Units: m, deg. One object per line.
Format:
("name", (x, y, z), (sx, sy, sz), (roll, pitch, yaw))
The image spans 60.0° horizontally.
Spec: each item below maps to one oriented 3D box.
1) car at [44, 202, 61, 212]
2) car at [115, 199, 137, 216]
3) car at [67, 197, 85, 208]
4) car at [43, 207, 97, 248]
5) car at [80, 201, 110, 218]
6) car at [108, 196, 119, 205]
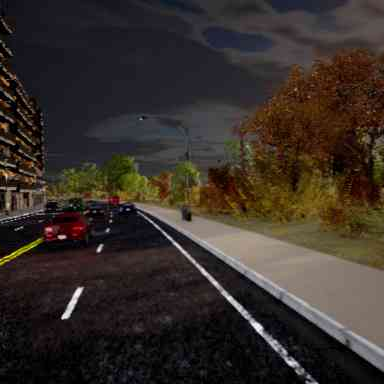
("car", (-20.102, 2.207, 48.012), (1.837, 1.490, 4.892), (-2, 0, -14))
("car", (-7.358, 1.868, 37.759), (1.994, 1.385, 4.181), (-2, 0, -13))
("car", (-16.961, 1.831, 48.835), (2.150, 2.045, 5.566), (-2, 0, -14))
("car", (-5.922, 1.740, 16.233), (1.812, 1.442, 4.674), (-2, 0, -12))
("car", (-9.757, 1.915, 33.822), (2.033, 1.411, 5.357), (-2, 0, -13))
("car", (-17.357, 1.884, 74.113), (2.150, 2.045, 5.566), (-2, 0, -17))
